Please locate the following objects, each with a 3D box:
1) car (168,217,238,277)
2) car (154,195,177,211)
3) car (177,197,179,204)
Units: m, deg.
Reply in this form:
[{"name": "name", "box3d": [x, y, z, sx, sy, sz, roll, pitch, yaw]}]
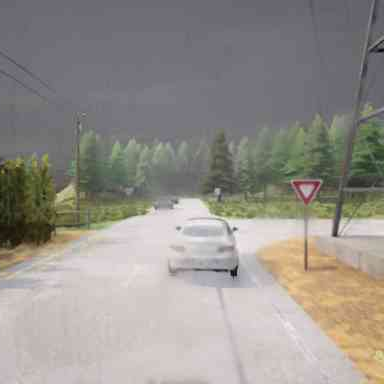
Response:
[{"name": "car", "box3d": [0.426, 1.496, 10.106, 1.812, 1.442, 4.674, 0, 0, 5]}, {"name": "car", "box3d": [-3.289, 1.239, 39.544, 2.097, 1.767, 4.553, 0, 0, 0]}, {"name": "car", "box3d": [-3.249, 1.343, 56.873, 1.837, 1.490, 4.892, 0, 0, 0]}]
